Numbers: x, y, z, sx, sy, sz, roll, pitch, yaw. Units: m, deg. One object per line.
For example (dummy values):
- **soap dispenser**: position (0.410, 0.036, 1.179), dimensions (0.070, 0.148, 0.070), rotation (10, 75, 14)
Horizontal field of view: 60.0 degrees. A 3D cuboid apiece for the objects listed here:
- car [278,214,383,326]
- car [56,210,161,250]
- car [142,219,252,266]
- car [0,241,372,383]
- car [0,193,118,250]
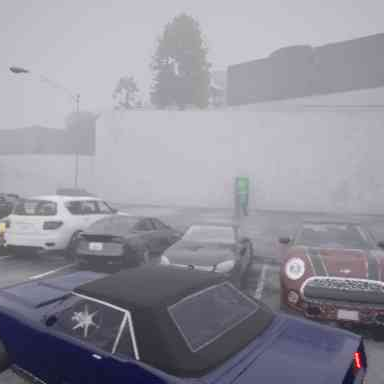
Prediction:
- **car**: position (3.041, 1.356, 7.354), dimensions (2.185, 1.767, 4.553), rotation (1, 0, 16)
- **car**: position (-1.858, 1.479, 10.843), dimensions (2.163, 1.488, 4.792), rotation (0, 0, 16)
- **car**: position (0.591, 1.511, 9.067), dimensions (2.002, 1.452, 4.674), rotation (1, 0, 16)
- **car**: position (-0.715, 1.591, 3.889), dimensions (4.718, 1.301, 1.895), rotation (0, 0, 36)
- **car**: position (-4.295, 1.176, 12.587), dimensions (2.435, 2.045, 5.566), rotation (1, 0, 16)
